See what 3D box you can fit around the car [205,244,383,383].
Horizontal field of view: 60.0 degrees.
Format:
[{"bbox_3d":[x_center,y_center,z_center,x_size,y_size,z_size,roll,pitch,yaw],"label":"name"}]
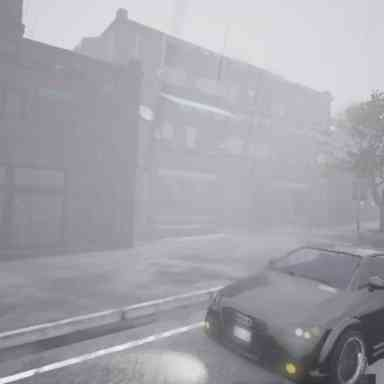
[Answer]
[{"bbox_3d":[2.246,1.578,5.285,4.181,1.385,1.994,0,0,-35],"label":"car"}]
